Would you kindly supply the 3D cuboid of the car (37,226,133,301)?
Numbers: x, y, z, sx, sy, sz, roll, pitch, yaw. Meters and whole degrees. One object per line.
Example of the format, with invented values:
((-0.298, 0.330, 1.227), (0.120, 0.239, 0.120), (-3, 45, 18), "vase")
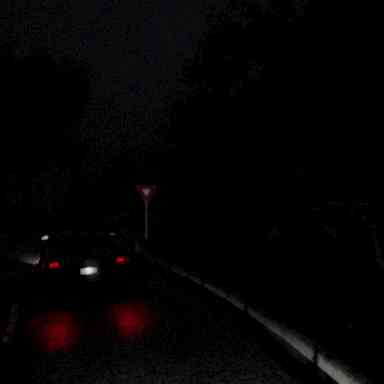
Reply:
((-2.860, 1.573, 8.605), (1.994, 1.385, 4.181), (0, 0, -23), "car")
